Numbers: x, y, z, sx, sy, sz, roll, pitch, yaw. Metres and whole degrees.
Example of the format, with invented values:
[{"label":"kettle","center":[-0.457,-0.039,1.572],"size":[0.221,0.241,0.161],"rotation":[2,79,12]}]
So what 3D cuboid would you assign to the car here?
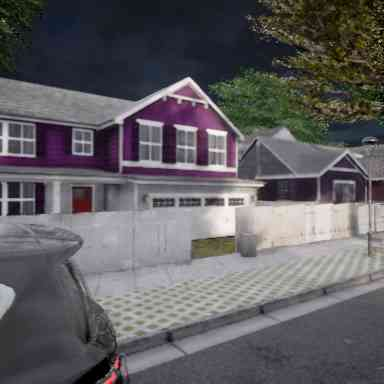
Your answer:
[{"label":"car","center":[-2.913,1.221,0.993],"size":[5.566,2.045,2.150],"rotation":[0,0,-36]}]
